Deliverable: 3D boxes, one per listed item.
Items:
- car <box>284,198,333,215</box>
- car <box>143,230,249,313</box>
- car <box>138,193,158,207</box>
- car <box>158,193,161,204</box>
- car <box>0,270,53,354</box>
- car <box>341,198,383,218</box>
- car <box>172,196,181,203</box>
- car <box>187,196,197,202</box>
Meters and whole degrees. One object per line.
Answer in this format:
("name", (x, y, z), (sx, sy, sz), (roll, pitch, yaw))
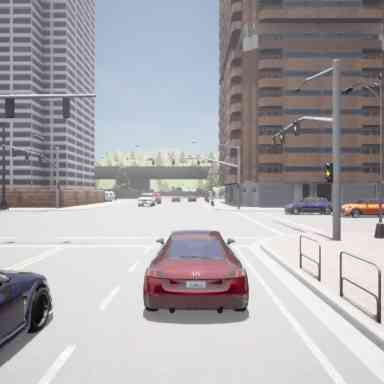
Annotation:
("car", (11.565, 1.352, 33.168), (4.553, 1.767, 2.097), (0, 0, 2))
("car", (0.085, 1.564, 7.731), (1.994, 1.385, 4.181), (0, 0, 0))
("car", (-7.057, 1.221, 52.122), (2.150, 2.045, 5.566), (0, 0, 0))
("car", (-7.015, 1.221, 62.543), (2.150, 2.045, 5.566), (0, 0, 1))
("car", (-3.437, 1.564, 4.159), (1.994, 1.385, 4.181), (0, 0, 0))
("car", (15.539, 1.352, 29.584), (4.553, 1.767, 2.097), (0, 0, 1))
("car", (-3.416, 1.542, 71.907), (2.033, 1.411, 5.357), (0, 0, 0))
("car", (0.053, 1.525, 73.367), (2.128, 1.511, 4.902), (0, 0, 0))
